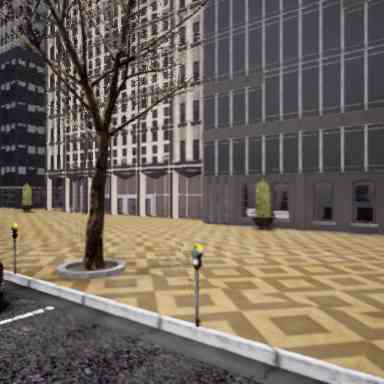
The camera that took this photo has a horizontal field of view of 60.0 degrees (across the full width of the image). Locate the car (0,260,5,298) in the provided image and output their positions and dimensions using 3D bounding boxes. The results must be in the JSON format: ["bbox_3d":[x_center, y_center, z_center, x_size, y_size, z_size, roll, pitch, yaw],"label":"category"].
[{"bbox_3d":[-5.512,1.530,6.811,4.313,1.339,1.947,0,0,35],"label":"car"}]
